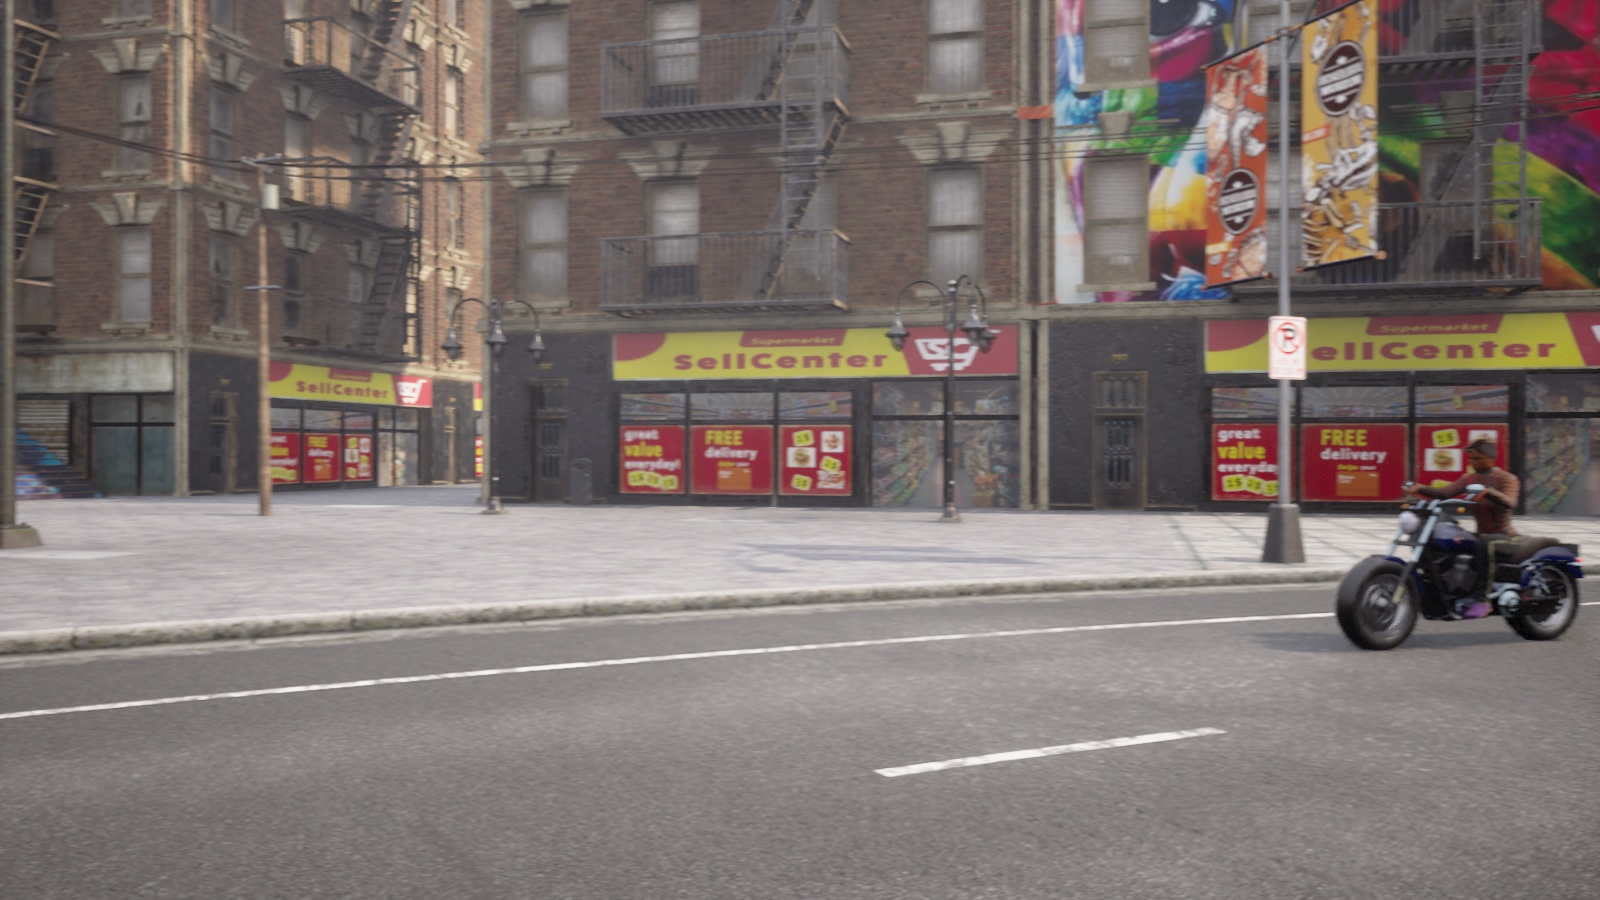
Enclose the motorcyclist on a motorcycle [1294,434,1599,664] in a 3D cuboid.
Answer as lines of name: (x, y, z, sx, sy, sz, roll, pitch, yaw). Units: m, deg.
motorcyclist on a motorcycle: (5.061, 0.702, 9.739, 2.350, 1.649, 0.766, 0, 0, -19)
